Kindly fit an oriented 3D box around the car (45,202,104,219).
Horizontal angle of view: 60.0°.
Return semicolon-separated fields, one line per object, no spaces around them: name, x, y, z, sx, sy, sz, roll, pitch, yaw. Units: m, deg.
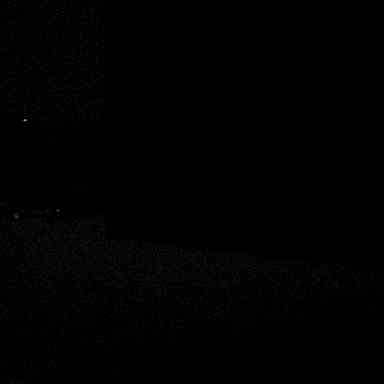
car;-9.958;1.577;28.461;1.895;1.301;4.718;0;0;35

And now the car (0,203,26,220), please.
car;-15.140;1.543;25.551;2.008;1.369;4.403;0;0;35
